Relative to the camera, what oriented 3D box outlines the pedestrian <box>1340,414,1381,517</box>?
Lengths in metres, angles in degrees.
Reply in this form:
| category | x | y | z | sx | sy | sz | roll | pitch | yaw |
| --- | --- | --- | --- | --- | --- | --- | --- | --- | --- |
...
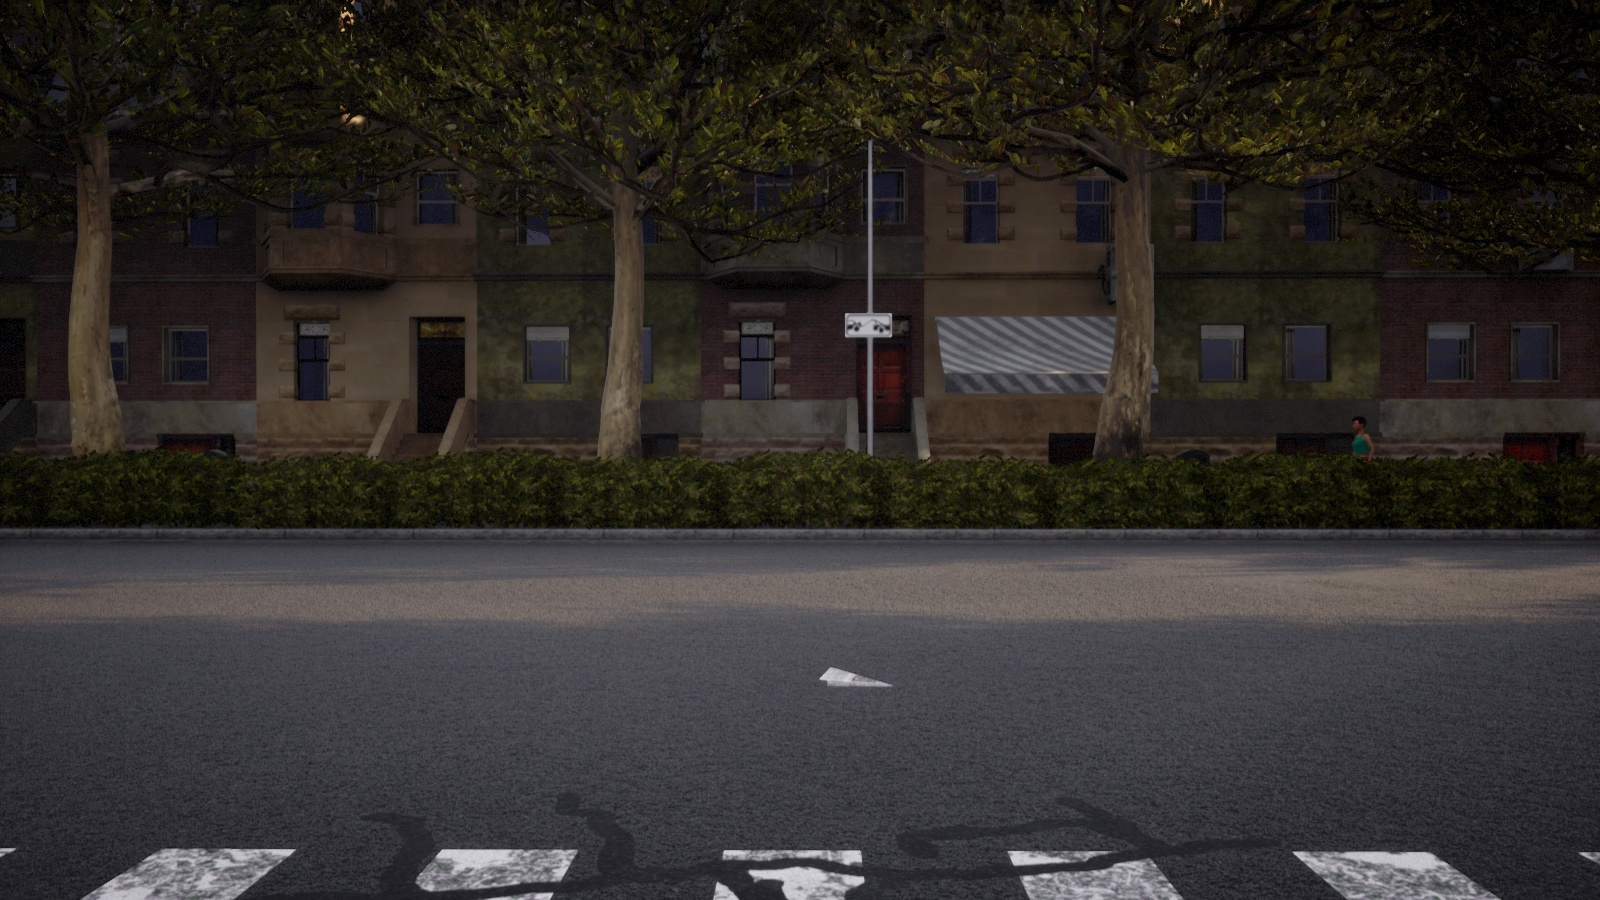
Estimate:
| category | x | y | z | sx | sy | sz | roll | pitch | yaw |
| --- | --- | --- | --- | --- | --- | --- | --- | --- | --- |
| pedestrian | 10.104 | 0.277 | 22.656 | 0.594 | 1.836 | 0.345 | 0 | 0 | 6 |
